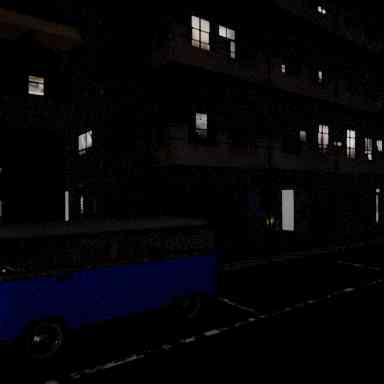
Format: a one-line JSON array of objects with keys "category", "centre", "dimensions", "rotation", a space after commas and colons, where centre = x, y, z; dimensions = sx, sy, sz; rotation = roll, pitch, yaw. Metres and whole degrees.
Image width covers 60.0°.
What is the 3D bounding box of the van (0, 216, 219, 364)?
[{"category": "van", "centre": [-1.417, 1.341, 5.554], "dimensions": [3.998, 1.788, 1.690], "rotation": [0, 0, -35]}]
